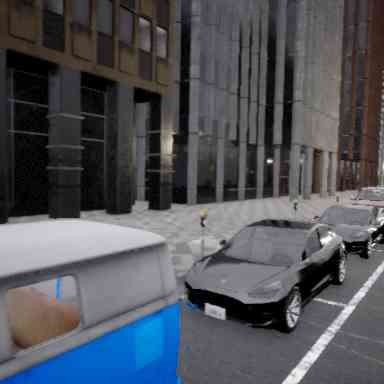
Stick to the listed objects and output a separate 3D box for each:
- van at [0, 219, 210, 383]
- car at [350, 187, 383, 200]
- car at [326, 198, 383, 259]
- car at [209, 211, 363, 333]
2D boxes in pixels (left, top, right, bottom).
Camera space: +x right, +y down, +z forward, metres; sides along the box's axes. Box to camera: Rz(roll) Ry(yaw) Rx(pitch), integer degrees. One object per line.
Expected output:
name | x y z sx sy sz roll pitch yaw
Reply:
van | -1.778 1.178 1.921 1.690 1.788 3.998 3 4 38
car | 8.593 0.702 15.268 2.192 1.841 5.009 3 4 38
car | 5.131 1.103 10.831 1.947 1.339 4.313 3 4 38
car | 1.674 1.253 6.382 1.947 1.339 4.313 3 4 38
